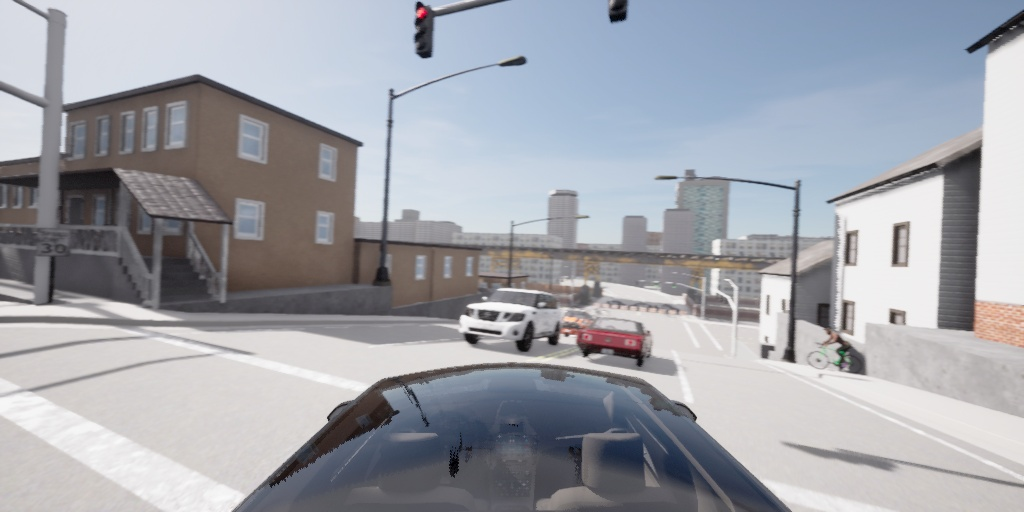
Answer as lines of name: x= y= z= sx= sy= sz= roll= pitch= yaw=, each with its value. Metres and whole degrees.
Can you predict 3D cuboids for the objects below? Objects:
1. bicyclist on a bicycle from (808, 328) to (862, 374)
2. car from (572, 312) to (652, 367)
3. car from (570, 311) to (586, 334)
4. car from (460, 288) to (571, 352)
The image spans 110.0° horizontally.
bicyclist on a bicycle: x=12.417 y=3.626 z=13.821 sx=1.656 sy=1.620 sz=0.582 roll=2 pitch=-8 yaw=24
car: x=3.651 y=2.787 z=12.114 sx=1.895 sy=1.301 sz=4.718 roll=2 pitch=-9 yaw=25
car: x=4.023 y=4.199 z=22.290 sx=2.097 sy=1.767 sz=4.553 roll=3 pitch=-13 yaw=22
car: x=0.289 y=2.214 z=13.248 sx=2.150 sy=2.045 sz=5.566 roll=2 pitch=-9 yaw=23
